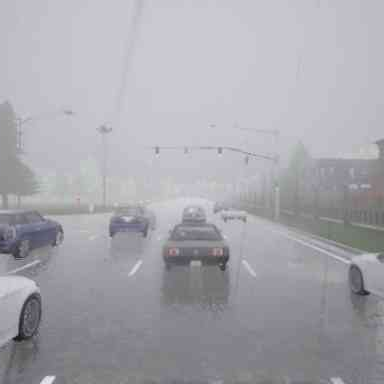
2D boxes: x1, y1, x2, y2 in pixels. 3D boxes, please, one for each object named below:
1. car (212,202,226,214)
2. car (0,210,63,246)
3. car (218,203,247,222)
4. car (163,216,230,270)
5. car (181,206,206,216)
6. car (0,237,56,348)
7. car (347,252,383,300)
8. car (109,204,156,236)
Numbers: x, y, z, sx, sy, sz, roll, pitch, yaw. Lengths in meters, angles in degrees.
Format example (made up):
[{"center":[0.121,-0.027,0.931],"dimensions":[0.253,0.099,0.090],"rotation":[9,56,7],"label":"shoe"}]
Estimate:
[{"center":[3.607,1.948,41.838],"dimensions":[2.033,1.411,5.357],"rotation":[0,-1,1],"label":"car"},{"center":[-6.880,1.479,13.233],"dimensions":[2.097,1.767,4.553],"rotation":[0,-1,0],"label":"car"},{"center":[3.602,1.881,29.260],"dimensions":[1.895,1.301,4.718],"rotation":[0,-1,1],"label":"car"},{"center":[0.118,1.711,11.410],"dimensions":[1.895,1.301,4.718],"rotation":[0,-1,0],"label":"car"},{"center":[0.142,1.799,26.253],"dimensions":[2.033,1.411,5.357],"rotation":[0,-1,0],"label":"car"},{"center":[-3.395,1.561,3.641],"dimensions":[1.812,1.442,4.674],"rotation":[0,0,0],"label":"car"},{"center":[4.558,1.584,5.943],"dimensions":[1.812,1.442,4.674],"rotation":[0,-1,0],"label":"car"},{"center":[-3.370,1.539,19.629],"dimensions":[2.097,1.767,4.553],"rotation":[0,-1,0],"label":"car"}]
